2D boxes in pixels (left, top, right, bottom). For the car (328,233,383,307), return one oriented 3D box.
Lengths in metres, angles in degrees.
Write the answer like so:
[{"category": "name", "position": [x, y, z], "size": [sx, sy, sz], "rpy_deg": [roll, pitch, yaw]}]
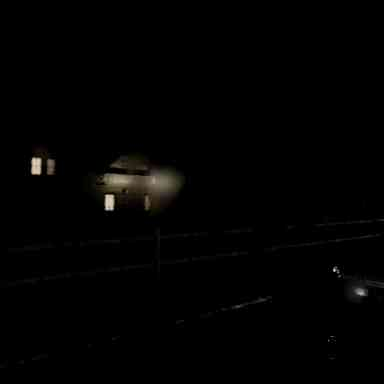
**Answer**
[{"category": "car", "position": [5.075, 1.623, 7.597], "size": [4.674, 1.442, 1.812], "rpy_deg": [1, 0, -35]}]
